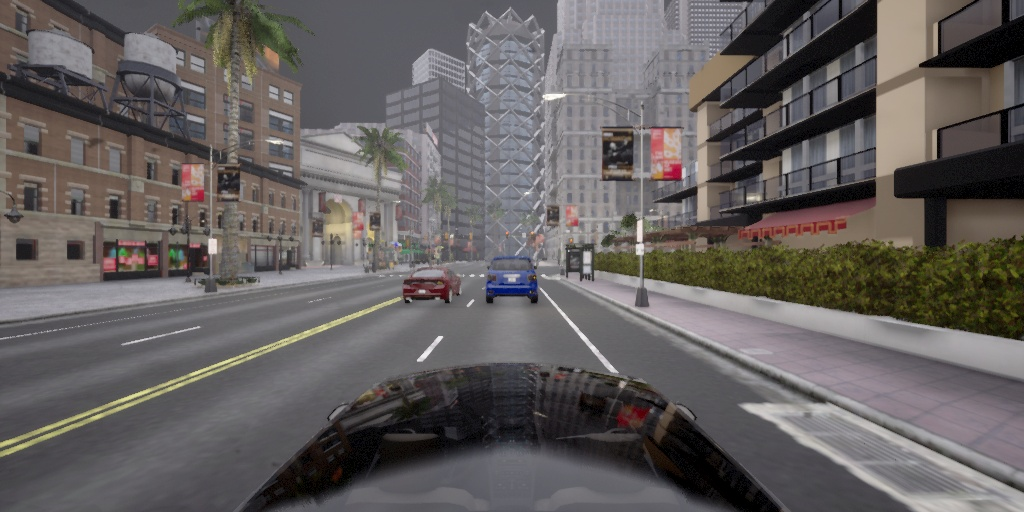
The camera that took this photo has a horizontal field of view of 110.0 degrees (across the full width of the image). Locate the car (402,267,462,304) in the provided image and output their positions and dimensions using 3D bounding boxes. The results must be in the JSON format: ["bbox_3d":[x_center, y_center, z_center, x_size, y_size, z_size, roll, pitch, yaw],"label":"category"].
[{"bbox_3d":[-3.500,1.233,16.438,1.882,1.535,5.008,0,0,0],"label":"car"}]

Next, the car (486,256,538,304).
[{"bbox_3d":[0.000,1.006,16.468,2.150,2.045,5.566,0,0,0],"label":"car"}]
